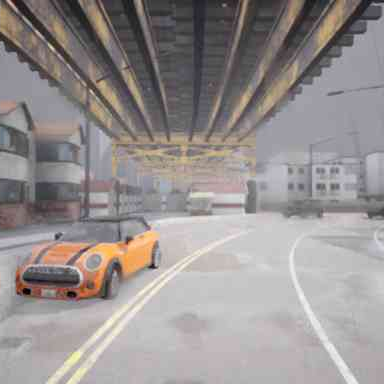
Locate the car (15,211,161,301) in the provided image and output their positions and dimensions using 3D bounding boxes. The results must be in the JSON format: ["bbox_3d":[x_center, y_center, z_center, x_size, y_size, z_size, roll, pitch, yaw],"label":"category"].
[{"bbox_3d":[-2.406,1.455,8.848,2.097,1.767,4.553,0,-1,12],"label":"car"}]

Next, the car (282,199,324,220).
[{"bbox_3d":[11.562,1.766,34.367,5.566,2.045,2.150,2,-2,-43],"label":"car"}]

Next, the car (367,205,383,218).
[{"bbox_3d":[21.606,2.247,37.181,4.902,1.511,2.128,2,-2,-32],"label":"car"}]
